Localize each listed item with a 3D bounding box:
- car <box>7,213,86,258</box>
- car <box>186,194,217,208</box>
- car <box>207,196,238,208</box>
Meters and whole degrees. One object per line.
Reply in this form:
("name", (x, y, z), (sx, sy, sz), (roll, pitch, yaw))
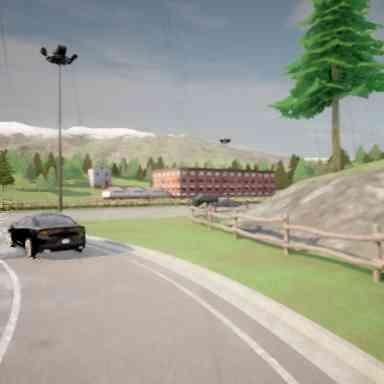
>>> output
("car", (-5.987, 1.581, 13.439), (1.882, 1.535, 5.008), (0, -1, -40))
("car", (1.745, 1.392, 52.757), (5.566, 2.045, 2.150), (0, 0, -32))
("car", (4.916, 1.698, 50.626), (4.181, 1.385, 1.994), (0, 0, -32))
